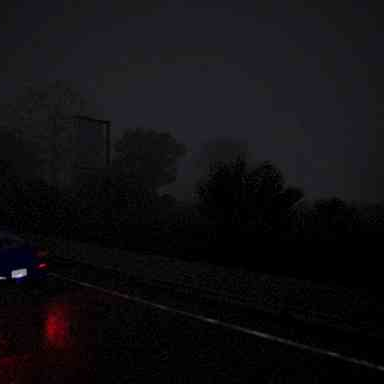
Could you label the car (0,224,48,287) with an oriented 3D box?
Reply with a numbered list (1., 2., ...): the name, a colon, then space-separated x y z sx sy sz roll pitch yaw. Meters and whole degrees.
1. car: -5.378 1.528 8.385 4.674 1.442 1.812 0 0 39
